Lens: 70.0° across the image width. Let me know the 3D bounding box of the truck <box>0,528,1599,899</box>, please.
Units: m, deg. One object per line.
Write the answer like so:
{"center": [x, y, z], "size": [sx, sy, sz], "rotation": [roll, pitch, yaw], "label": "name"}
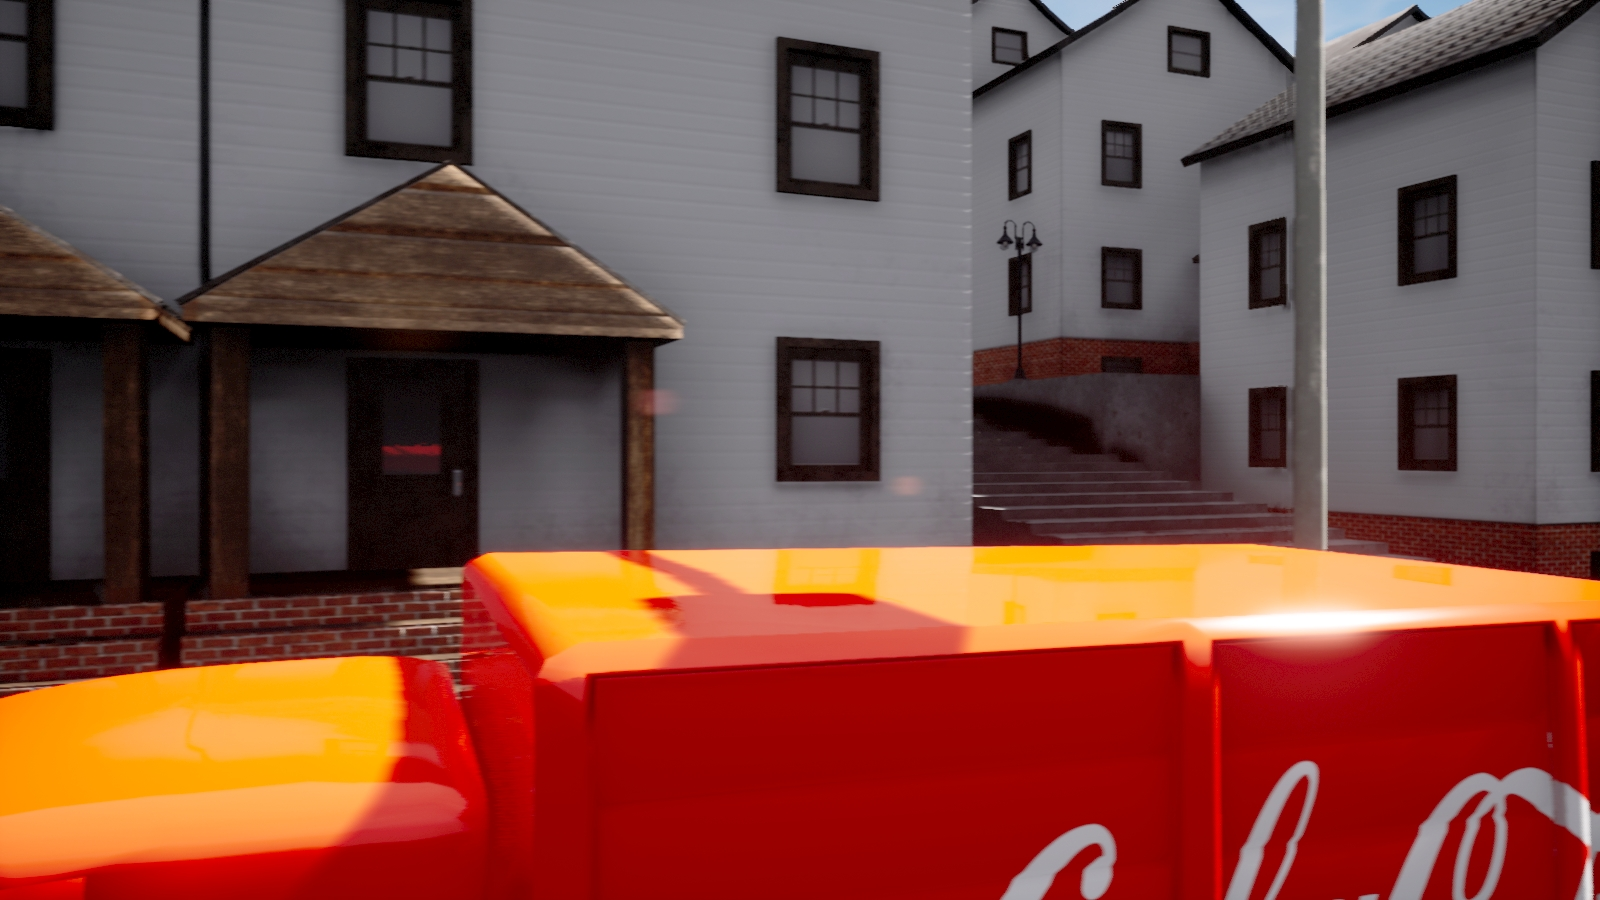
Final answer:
{"center": [-0.105, 1.575, 3.259], "size": [5.204, 2.467, 2.627], "rotation": [1, 0, -20], "label": "truck"}
